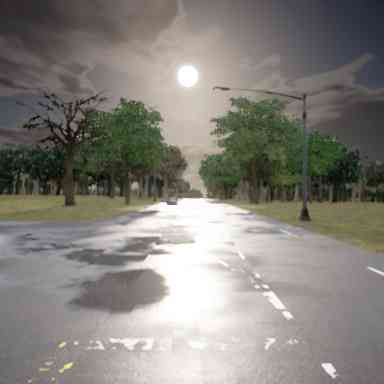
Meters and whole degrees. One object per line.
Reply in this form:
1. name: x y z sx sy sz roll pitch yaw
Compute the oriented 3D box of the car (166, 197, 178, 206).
1. car: -3.562 1.672 59.456 1.837 1.490 4.892 0 0 0
